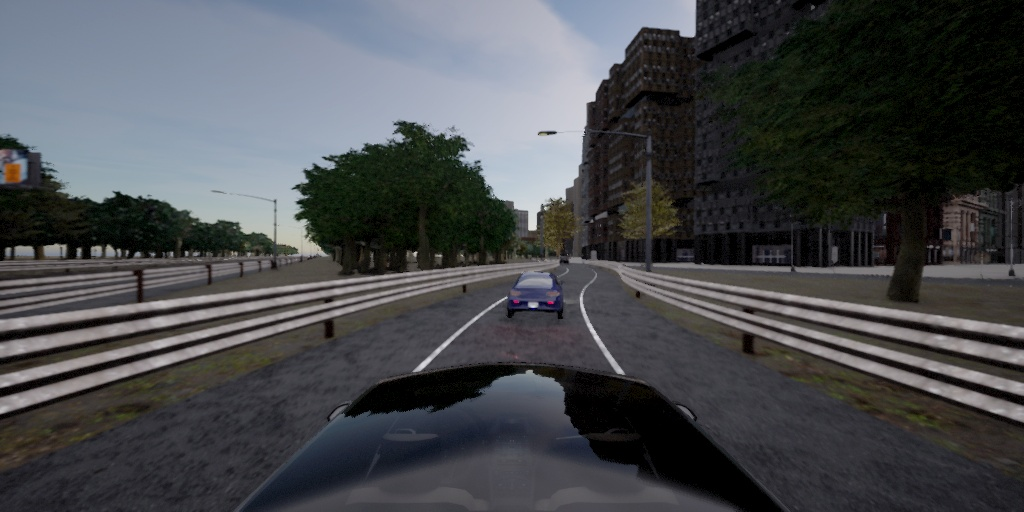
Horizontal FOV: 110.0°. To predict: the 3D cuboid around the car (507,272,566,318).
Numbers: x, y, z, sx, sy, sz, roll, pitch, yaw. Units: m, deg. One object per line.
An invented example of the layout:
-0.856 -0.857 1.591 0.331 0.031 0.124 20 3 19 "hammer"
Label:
0.943 1.291 12.987 1.812 1.442 4.674 0 0 8 "car"
